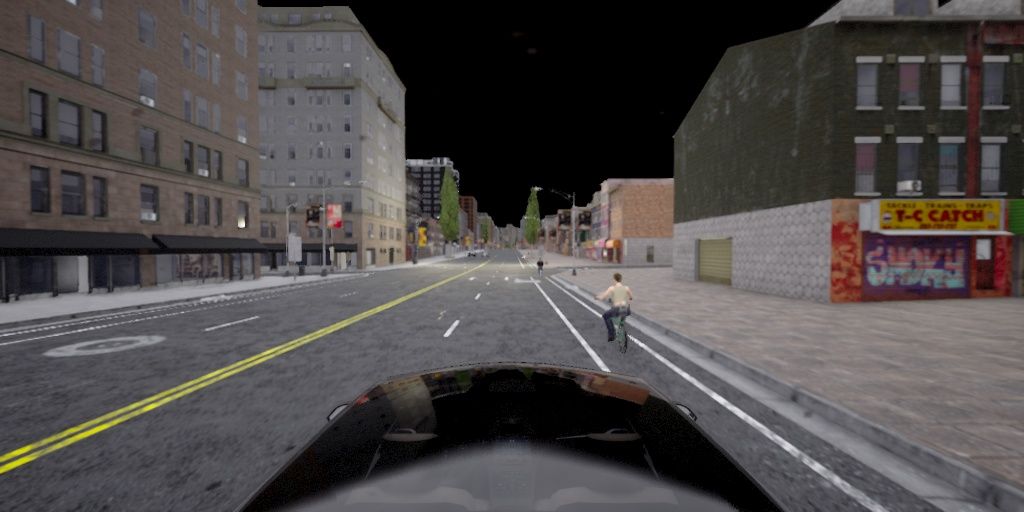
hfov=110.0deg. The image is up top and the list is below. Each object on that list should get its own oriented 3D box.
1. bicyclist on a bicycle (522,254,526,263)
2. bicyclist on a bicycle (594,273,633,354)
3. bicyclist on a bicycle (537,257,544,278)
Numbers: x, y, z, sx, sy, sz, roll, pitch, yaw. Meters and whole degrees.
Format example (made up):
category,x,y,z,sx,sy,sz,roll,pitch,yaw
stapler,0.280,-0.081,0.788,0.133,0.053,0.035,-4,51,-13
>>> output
category,x,y,z,sx,sy,sz,roll,pitch,yaw
bicyclist on a bicycle,2.269,0.522,64.318,0.866,1.612,1.509,0,2,0
bicyclist on a bicycle,2.239,1.162,7.715,0.866,1.612,1.509,0,0,0
bicyclist on a bicycle,2.252,0.965,28.586,0.659,1.776,1.843,0,1,0
